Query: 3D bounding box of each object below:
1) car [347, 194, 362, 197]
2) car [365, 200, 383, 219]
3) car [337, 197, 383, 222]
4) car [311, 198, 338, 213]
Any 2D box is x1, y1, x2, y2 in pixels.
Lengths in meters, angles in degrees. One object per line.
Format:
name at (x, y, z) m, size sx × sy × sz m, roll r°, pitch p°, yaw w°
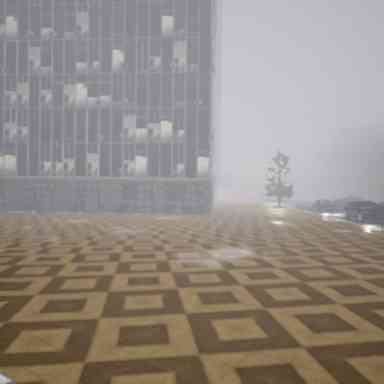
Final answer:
car at (17.650, 1.396, 38.818) m, size 2.128 × 1.511 × 4.902 m, roll 1°, pitch 0°, yaw 5°
car at (16.676, 1.497, 27.725) m, size 2.033 × 1.411 × 5.357 m, roll 1°, pitch 0°, yaw 5°
car at (13.211, 1.390, 25.550) m, size 1.882 × 1.535 × 5.008 m, roll 1°, pitch 0°, yaw 5°
car at (14.103, 1.436, 35.445) m, size 1.994 × 1.385 × 4.181 m, roll 1°, pitch 0°, yaw 4°
